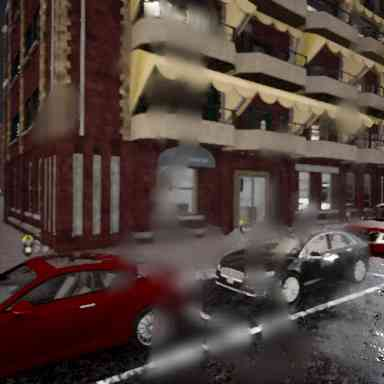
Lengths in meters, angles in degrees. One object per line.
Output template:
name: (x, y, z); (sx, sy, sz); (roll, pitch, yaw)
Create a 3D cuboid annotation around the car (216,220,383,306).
car: (2.546, 1.529, 7.915); (4.403, 1.369, 2.008); (0, 1, -36)

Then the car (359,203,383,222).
car: (7.060, 1.275, 11.141); (5.009, 1.841, 2.192); (0, 1, -36)

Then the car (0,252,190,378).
car: (-1.967, 1.579, 4.687); (4.206, 1.307, 1.802); (0, 1, -36)
